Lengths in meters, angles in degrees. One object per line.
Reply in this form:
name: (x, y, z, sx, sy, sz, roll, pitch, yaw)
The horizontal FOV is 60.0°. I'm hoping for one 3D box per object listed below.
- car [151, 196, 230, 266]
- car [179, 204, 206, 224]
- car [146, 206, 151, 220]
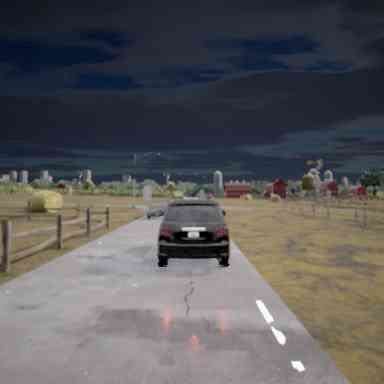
car: (0.067, 1.251, 11.763, 2.150, 2.045, 5.566, 0, 0, 0)
car: (0.062, 1.672, 26.245, 1.895, 1.301, 4.718, 0, 0, 0)
car: (-2.819, 1.588, 29.120, 1.837, 1.490, 4.892, 0, -1, 0)
